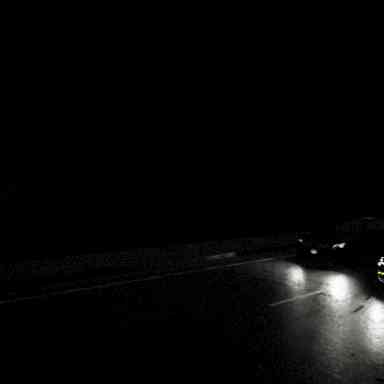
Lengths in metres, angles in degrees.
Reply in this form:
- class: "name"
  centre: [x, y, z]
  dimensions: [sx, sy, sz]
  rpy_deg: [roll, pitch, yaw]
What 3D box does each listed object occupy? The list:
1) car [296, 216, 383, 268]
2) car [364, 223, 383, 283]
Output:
- class: "car"
  centre: [5.698, 1.601, 11.738]
  dimensions: [4.674, 1.442, 1.812]
  rpy_deg: [0, 0, -35]
- class: "car"
  centre: [6.569, 1.572, 8.368]
  dimensions: [4.892, 1.490, 1.837]
  rpy_deg: [0, 0, -35]
